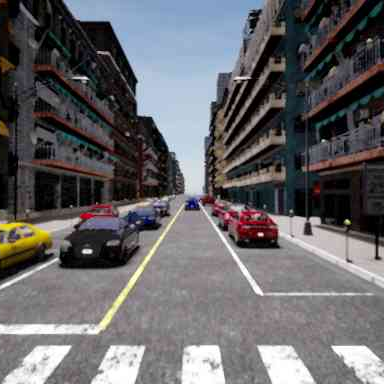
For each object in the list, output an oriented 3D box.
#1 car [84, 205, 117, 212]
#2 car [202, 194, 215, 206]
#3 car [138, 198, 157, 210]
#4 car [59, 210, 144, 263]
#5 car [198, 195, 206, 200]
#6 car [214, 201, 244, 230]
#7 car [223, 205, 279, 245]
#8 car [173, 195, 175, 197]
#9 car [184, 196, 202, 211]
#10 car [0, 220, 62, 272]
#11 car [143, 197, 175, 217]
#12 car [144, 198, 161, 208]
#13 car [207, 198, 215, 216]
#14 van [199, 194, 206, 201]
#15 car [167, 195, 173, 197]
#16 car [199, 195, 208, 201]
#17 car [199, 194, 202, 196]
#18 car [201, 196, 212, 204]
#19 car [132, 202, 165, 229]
[{"bbox_3d":[-5.676,1.543,20.868,1.887,1.381,4.507,1,0,0],"label":"car"},{"bbox_3d":[2.718,1.314,53.993,2.192,1.841,5.009,1,0,0],"label":"car"},{"bbox_3d":[-5.669,1.524,42.792,1.752,1.417,4.829,1,0,0],"label":"car"},{"bbox_3d":[-3.086,1.563,11.794,1.994,1.385,4.181,0,0,0],"label":"car"},{"bbox_3d":[2.728,1.553,92.656,1.887,1.381,4.507,0,0,0],"label":"car"},{"bbox_3d":[2.706,1.438,20.852,1.967,1.590,4.097,1,0,0],"label":"car"},{"bbox_3d":[2.704,1.543,15.328,1.887,1.381,4.507,1,0,0],"label":"car"},{"bbox_3d":[-5.658,1.554,76.102,2.008,1.369,4.403,1,0,0],"label":"car"},{"bbox_3d":[0.015,1.523,41.589,1.812,1.442,4.674,0,0,0],"label":"car"},{"bbox_3d":[-5.679,1.525,9.651,1.752,1.417,4.829,1,0,0],"label":"car"},{"bbox_3d":[-3.076,1.489,31.581,2.128,1.511,4.902,0,0,0],"label":"car"},{"bbox_3d":[-5.667,1.549,48.486,2.008,1.369,4.403,1,0,0],"label":"car"},{"bbox_3d":[2.708,1.579,31.898,1.802,1.307,4.206,1,0,0],"label":"car"},{"bbox_3d":[2.728,1.348,87.133,1.690,1.788,3.998,0,0,0],"label":"van"},{"bbox_3d":[-5.659,1.527,70.408,1.752,1.417,4.829,1,0,0],"label":"car"},{"bbox_3d":[2.726,1.445,81.610,1.967,1.590,4.097,1,0,0],"label":"car"},{"bbox_3d":[0.018,1.351,51.565,2.097,1.767,4.553,0,0,0],"label":"car"},{"bbox_3d":[2.720,1.566,65.039,1.947,1.339,4.313,1,0,0],"label":"car"},{"bbox_3d":[-3.082,1.562,21.242,1.994,1.385,4.181,0,0,0],"label":"car"}]
